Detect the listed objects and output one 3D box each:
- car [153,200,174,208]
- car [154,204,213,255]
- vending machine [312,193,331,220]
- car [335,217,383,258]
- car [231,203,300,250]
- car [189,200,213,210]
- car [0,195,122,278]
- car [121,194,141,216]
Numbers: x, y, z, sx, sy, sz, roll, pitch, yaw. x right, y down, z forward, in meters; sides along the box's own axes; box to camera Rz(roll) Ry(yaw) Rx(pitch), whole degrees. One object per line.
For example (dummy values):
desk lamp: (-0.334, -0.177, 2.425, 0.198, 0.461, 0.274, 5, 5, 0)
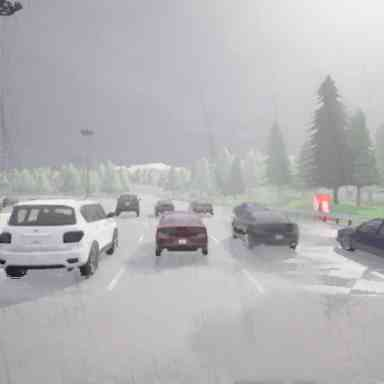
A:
car: (-2.735, 1.515, 32.815, 1.837, 1.490, 4.892, 0, 0, -9)
car: (-0.474, 1.479, 13.423, 1.882, 1.535, 5.008, 0, 0, -4)
vending machine: (10.302, 1.162, 26.411, 1.100, 2.100, 0.880, 0, 0, -7)
car: (6.728, 1.525, 10.824, 2.033, 1.411, 5.357, 0, 0, -3)
car: (2.962, 1.468, 14.418, 1.882, 1.535, 5.008, 0, 0, -4)
car: (0.820, 1.489, 32.715, 2.128, 1.511, 4.902, 0, 0, -9)
car: (-3.778, 1.234, 10.394, 2.150, 2.045, 5.566, 0, 0, -3)
car: (-6.274, 1.243, 32.867, 2.150, 2.045, 5.566, 0, 0, -9)
